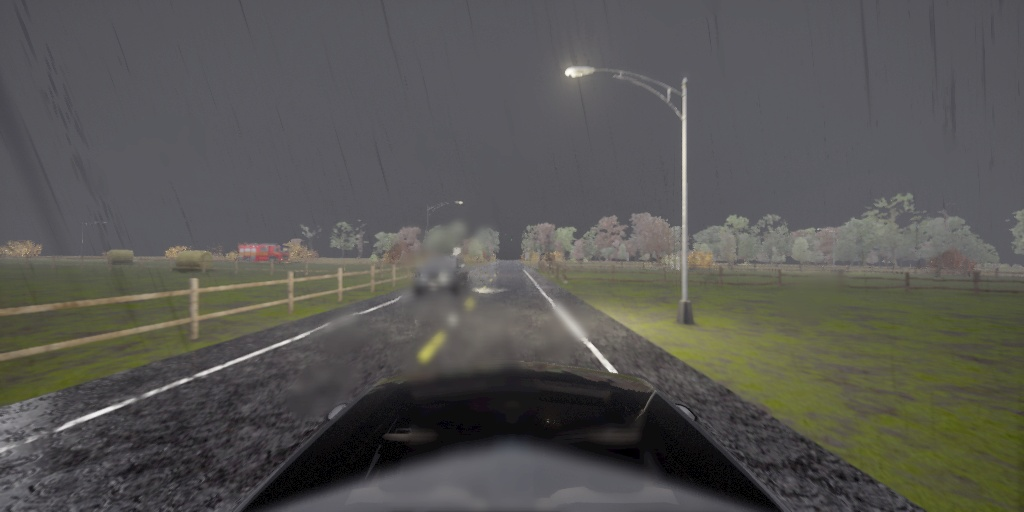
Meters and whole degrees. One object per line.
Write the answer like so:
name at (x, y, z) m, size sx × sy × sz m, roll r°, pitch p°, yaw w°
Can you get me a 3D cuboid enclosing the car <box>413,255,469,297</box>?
car at (-3.601, 0.981, 19.209) m, size 2.150 × 2.045 × 5.566 m, roll 0°, pitch 0°, yaw 0°
